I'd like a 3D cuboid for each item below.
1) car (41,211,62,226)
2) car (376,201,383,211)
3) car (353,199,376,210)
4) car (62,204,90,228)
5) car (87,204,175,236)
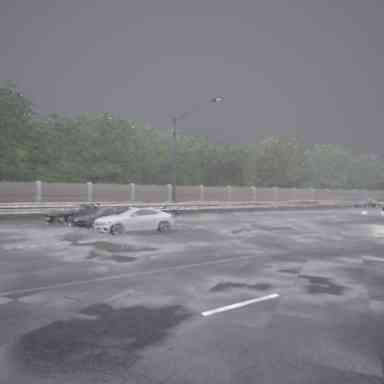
[{"bbox_3d":[-8.135,1.573,23.774,4.718,1.301,1.895,-2,1,-37],"label":"car"},{"bbox_3d":[28.457,1.913,46.749,4.902,1.511,2.128,1,0,-37],"label":"car"},{"bbox_3d":[25.732,1.798,49.125,4.892,1.490,1.837,0,-2,-37],"label":"car"},{"bbox_3d":[-5.200,1.597,21.562,5.357,1.411,2.033,1,0,-37],"label":"car"},{"bbox_3d":[-3.141,1.578,18.730,4.674,1.442,1.812,1,0,-37],"label":"car"}]
